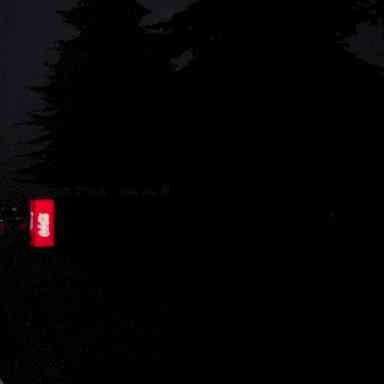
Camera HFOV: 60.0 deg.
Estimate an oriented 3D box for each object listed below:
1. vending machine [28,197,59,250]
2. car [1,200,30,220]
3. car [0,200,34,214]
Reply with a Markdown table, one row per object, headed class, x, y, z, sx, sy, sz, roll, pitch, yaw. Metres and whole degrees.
| class | x | y | z | sx | sy | sz | roll | pitch | yaw |
| --- | --- | --- | --- | --- | --- | --- | --- | --- | --- |
| vending machine | -6.186 | 1.263 | 13.805 | 1.100 | 2.100 | 0.880 | 1 | 0 | -27 |
| car | -14.928 | 1.480 | 29.295 | 2.097 | 1.767 | 4.553 | 0 | 0 | -11 |
| car | -19.886 | 1.702 | 37.947 | 1.812 | 1.442 | 4.674 | 0 | 0 | -6 |
